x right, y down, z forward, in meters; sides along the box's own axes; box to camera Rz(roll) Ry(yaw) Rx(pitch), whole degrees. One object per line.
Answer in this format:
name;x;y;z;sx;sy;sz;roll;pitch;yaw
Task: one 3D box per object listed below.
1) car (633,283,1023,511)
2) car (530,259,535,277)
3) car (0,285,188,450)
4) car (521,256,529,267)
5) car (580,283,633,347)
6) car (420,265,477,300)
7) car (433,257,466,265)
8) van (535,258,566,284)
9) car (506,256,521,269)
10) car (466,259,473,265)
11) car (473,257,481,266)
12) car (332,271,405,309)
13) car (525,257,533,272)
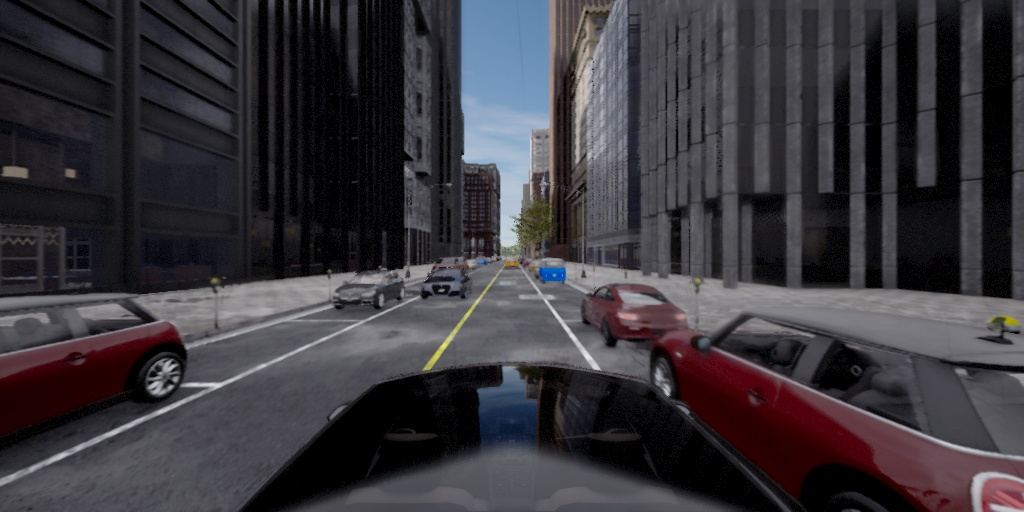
car;2.857;1.189;3.398;1.967;1.591;4.097;0;0;0
car;2.852;1.233;31.772;1.751;1.417;4.829;0;0;0
car;-5.669;1.189;3.421;1.967;1.591;4.097;0;0;0
car;2.846;1.071;59.800;1.967;1.591;4.097;0;0;0
car;2.856;1.326;9.039;1.802;1.307;4.207;0;0;0
car;-3.051;1.299;17.491;1.994;1.385;4.181;0;0;0
car;-5.675;1.022;31.620;2.192;1.841;5.009;0;0;0
van;2.852;1.061;25.959;1.690;1.789;3.998;0;0;0
car;-0.011;1.119;55.392;1.882;1.535;5.008;0;0;0
car;-5.676;1.008;37.260;2.192;1.841;5.009;0;0;0
car;-5.682;1.186;48.332;1.751;1.417;4.829;0;0;1
car;-5.671;1.289;14.700;2.007;1.370;4.403;0;0;0
car;2.853;1.202;43.088;1.751;1.417;4.829;0;0;1
